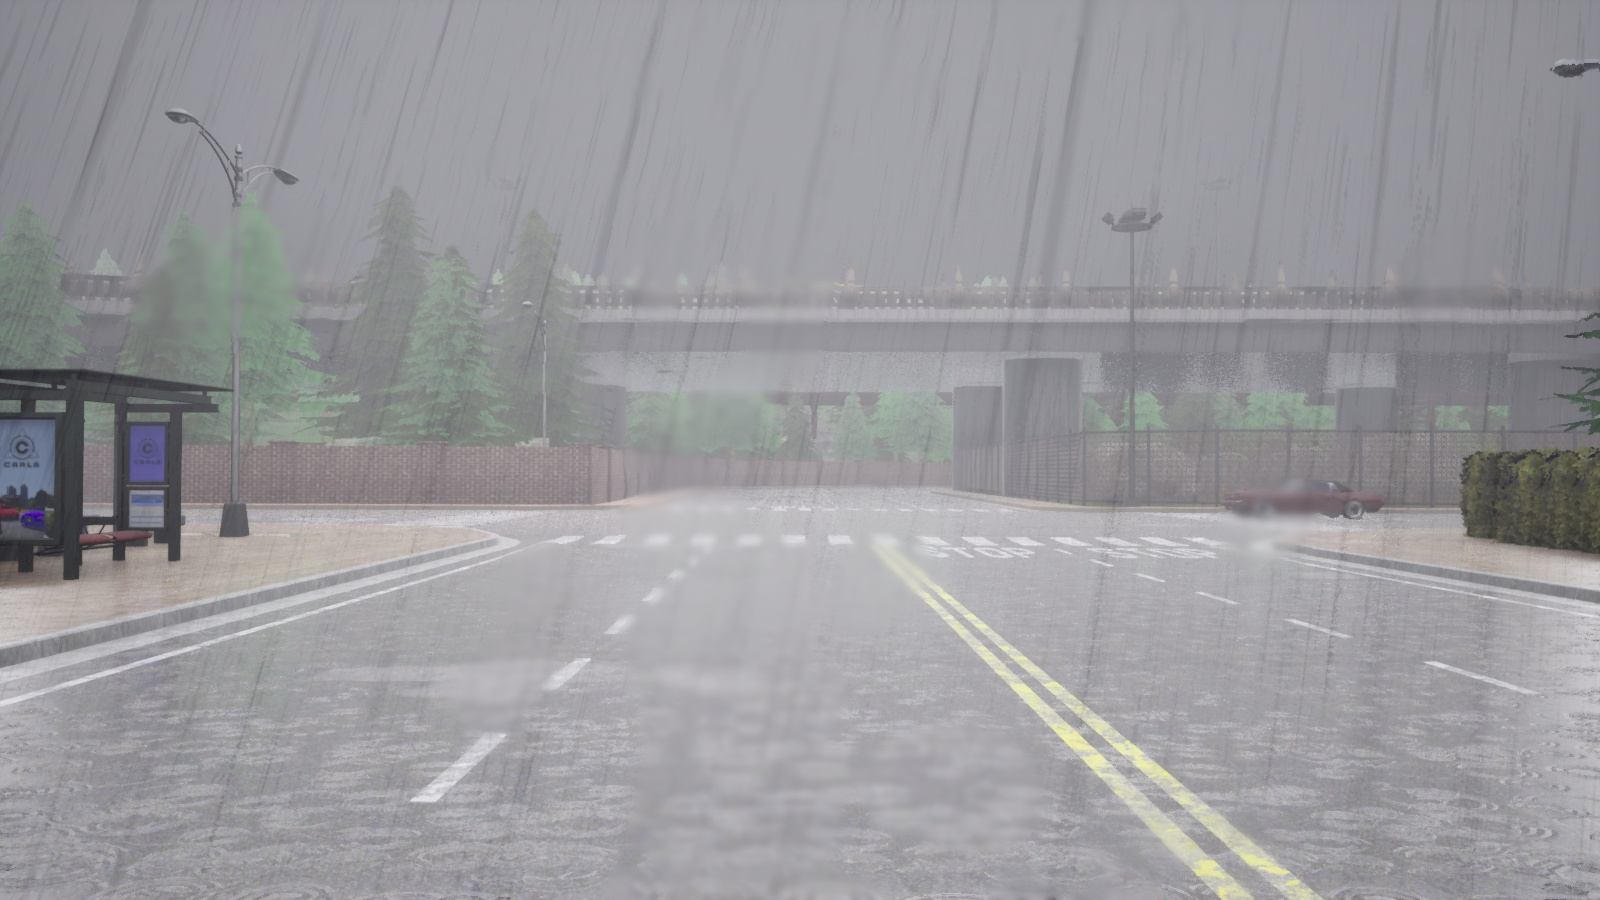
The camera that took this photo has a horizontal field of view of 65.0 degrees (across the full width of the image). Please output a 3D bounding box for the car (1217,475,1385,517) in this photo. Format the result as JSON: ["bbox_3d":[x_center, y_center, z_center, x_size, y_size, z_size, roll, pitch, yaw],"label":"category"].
[{"bbox_3d":[16.256,1.480,40.888,4.718,1.301,1.895,0,-1,0],"label":"car"}]
